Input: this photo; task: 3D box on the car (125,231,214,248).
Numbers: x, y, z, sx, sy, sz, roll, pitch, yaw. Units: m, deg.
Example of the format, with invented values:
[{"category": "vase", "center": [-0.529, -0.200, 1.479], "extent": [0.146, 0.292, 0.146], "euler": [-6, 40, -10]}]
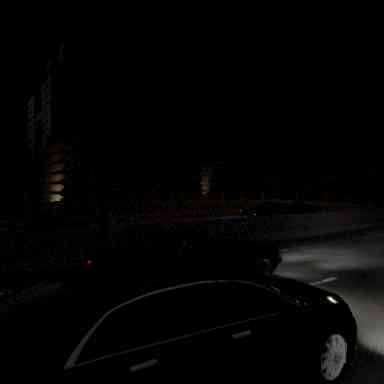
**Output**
[{"category": "car", "center": [0.000, 1.604, 8.049], "extent": [4.718, 1.301, 1.895], "euler": [0, 0, -35]}]

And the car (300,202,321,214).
[{"category": "car", "center": [10.709, 1.622, 33.130], "extent": [4.718, 1.301, 1.895], "euler": [0, 0, -35]}]

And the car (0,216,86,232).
[{"category": "car", "center": [-6.138, 1.603, 12.513], "extent": [4.718, 1.301, 1.895], "euler": [0, 0, -36]}]

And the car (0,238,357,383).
[{"category": "car", "center": [-0.095, 1.506, 3.690], "extent": [4.892, 1.490, 1.837], "euler": [0, 0, -35]}]

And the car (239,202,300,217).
[{"category": "car", "center": [5.737, 1.518, 25.284], "extent": [4.892, 1.490, 1.837], "euler": [0, 0, -35]}]
